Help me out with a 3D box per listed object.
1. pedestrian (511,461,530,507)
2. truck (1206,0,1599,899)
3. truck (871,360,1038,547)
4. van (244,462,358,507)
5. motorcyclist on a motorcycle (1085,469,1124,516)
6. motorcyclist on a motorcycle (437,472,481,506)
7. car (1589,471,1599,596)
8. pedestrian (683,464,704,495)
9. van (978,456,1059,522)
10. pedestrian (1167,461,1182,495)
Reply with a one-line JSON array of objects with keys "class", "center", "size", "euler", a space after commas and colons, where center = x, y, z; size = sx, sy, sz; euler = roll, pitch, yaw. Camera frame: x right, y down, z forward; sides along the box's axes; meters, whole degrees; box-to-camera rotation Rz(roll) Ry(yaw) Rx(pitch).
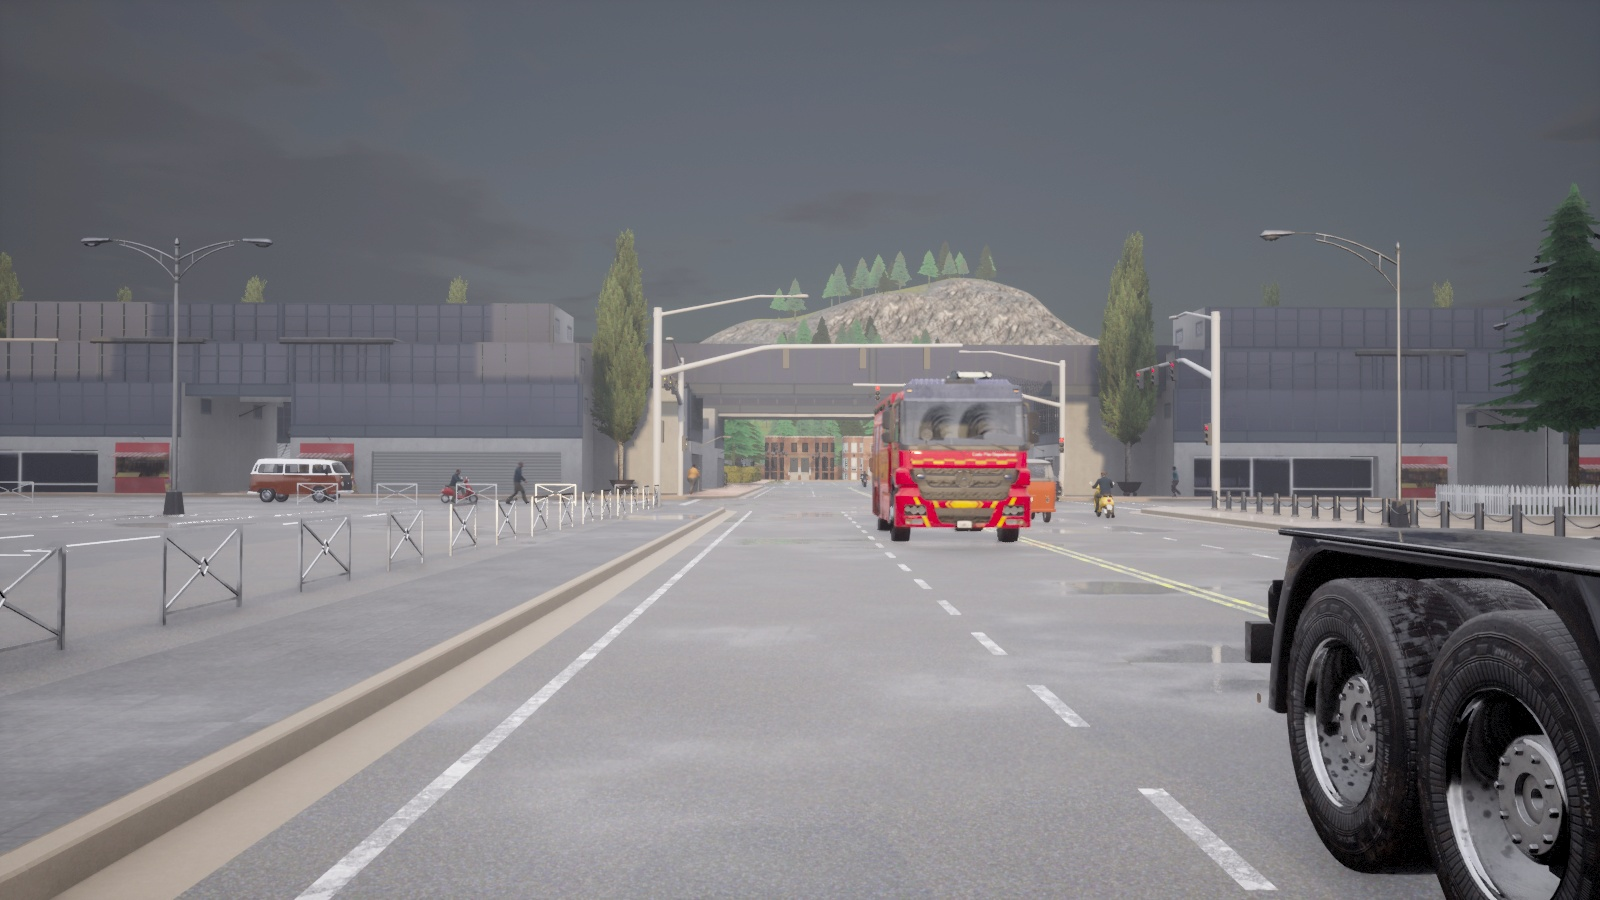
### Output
[{"class": "pedestrian", "center": [-11.224, 1.362, 50.398], "size": [0.726, 1.842, 0.402], "euler": [0, -1, -15]}, {"class": "truck", "center": [3.496, -0.142, 2.332], "size": [2.891, 3.462, 7.936], "euler": [0, -1, 0]}, {"class": "truck", "center": [3.424, 0.140, 30.079], "size": [2.891, 3.827, 8.468], "euler": [0, -1, 0]}, {"class": "van", "center": [-23.202, 1.611, 58.494], "size": [4.480, 2.038, 2.069], "euler": [0, -1, 1]}, {"class": "motorcyclist on a motorcycle", "center": [10.405, 1.447, 43.000], "size": [0.866, 1.590, 1.817], "euler": [0, -1, 0]}, {"class": "motorcyclist on a motorcycle", "center": [-15.840, 1.808, 58.317], "size": [1.817, 1.590, 0.866], "euler": [0, -1, 1]}, {"class": "car", "center": [10.471, 0.959, 13.172], "size": [1.970, 1.475, 3.806], "euler": [0, -1, 0]}, {"class": "pedestrian", "center": [-6.274, 1.737, 73.944], "size": [0.874, 1.855, 0.900], "euler": [-1, -1, 25]}, {"class": "van", "center": [6.910, 1.211, 40.102], "size": [1.775, 1.987, 4.442], "euler": [0, -1, 0]}, {"class": "pedestrian", "center": [21.375, 1.587, 71.599], "size": [0.692, 1.930, 0.396], "euler": [0, -1, -12]}]
